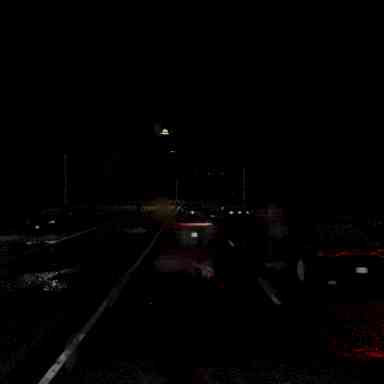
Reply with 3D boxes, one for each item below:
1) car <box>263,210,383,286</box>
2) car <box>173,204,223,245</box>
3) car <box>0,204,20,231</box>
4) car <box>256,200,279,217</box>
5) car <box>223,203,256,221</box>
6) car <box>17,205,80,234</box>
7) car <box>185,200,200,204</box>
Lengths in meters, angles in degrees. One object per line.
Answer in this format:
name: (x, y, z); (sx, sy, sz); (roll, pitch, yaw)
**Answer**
car: (3.592, 1.502, 9.493); (1.882, 1.535, 5.008); (0, 0, 0)
car: (0.098, 1.531, 15.857); (2.128, 1.511, 4.902); (0, 0, 0)
car: (-11.608, 1.544, 20.763); (2.128, 1.511, 4.902); (0, 0, 0)
car: (7.037, 1.585, 31.943); (1.837, 1.490, 4.892); (0, 0, 0)
car: (3.565, 1.617, 27.520); (2.033, 1.411, 5.357); (0, 0, 0)
car: (-8.107, 1.575, 19.745); (1.812, 1.442, 4.674); (0, 0, 0)
car: (0.038, 1.584, 31.807); (1.837, 1.490, 4.892); (0, 0, 0)
